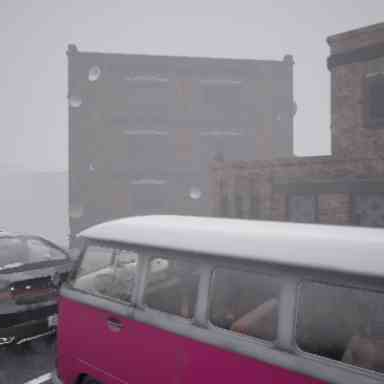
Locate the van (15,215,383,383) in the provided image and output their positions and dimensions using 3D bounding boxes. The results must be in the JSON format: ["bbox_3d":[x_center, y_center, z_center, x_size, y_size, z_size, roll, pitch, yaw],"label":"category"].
[{"bbox_3d":[0.597,1.250,2.825,4.442,1.987,1.878,0,0,35],"label":"van"}]

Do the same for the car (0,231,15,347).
[{"bbox_3d":[-3.802,1.457,5.954,4.892,1.521,2.231,0,0,35],"label":"car"}]
